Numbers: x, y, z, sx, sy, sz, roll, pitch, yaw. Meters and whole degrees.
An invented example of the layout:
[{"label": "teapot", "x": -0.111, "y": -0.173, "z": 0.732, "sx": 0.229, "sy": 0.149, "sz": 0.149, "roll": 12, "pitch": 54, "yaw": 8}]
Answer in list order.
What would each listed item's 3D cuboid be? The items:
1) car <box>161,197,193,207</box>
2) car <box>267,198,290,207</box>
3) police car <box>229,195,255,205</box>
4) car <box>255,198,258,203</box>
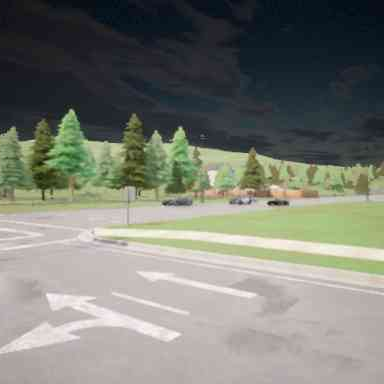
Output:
[{"label": "car", "x": -1.953, "y": 1.350, "z": 46.474, "sx": 2.033, "sy": 1.411, "sz": 5.357, "roll": 0, "pitch": 0, "yaw": 36}, {"label": "car", "x": 12.628, "y": 1.478, "z": 48.604, "sx": 1.895, "sy": 1.301, "sz": 4.718, "roll": 0, "pitch": 0, "yaw": 36}, {"label": "police car", "x": 7.682, "y": 1.333, "z": 53.555, "sx": 2.038, "sy": 1.542, "sz": 4.974, "roll": 1, "pitch": 0, "yaw": 36}, {"label": "car", "x": 10.740, "y": 1.407, "z": 63.664, "sx": 1.895, "sy": 1.301, "sz": 4.718, "roll": 0, "pitch": 0, "yaw": 36}]
